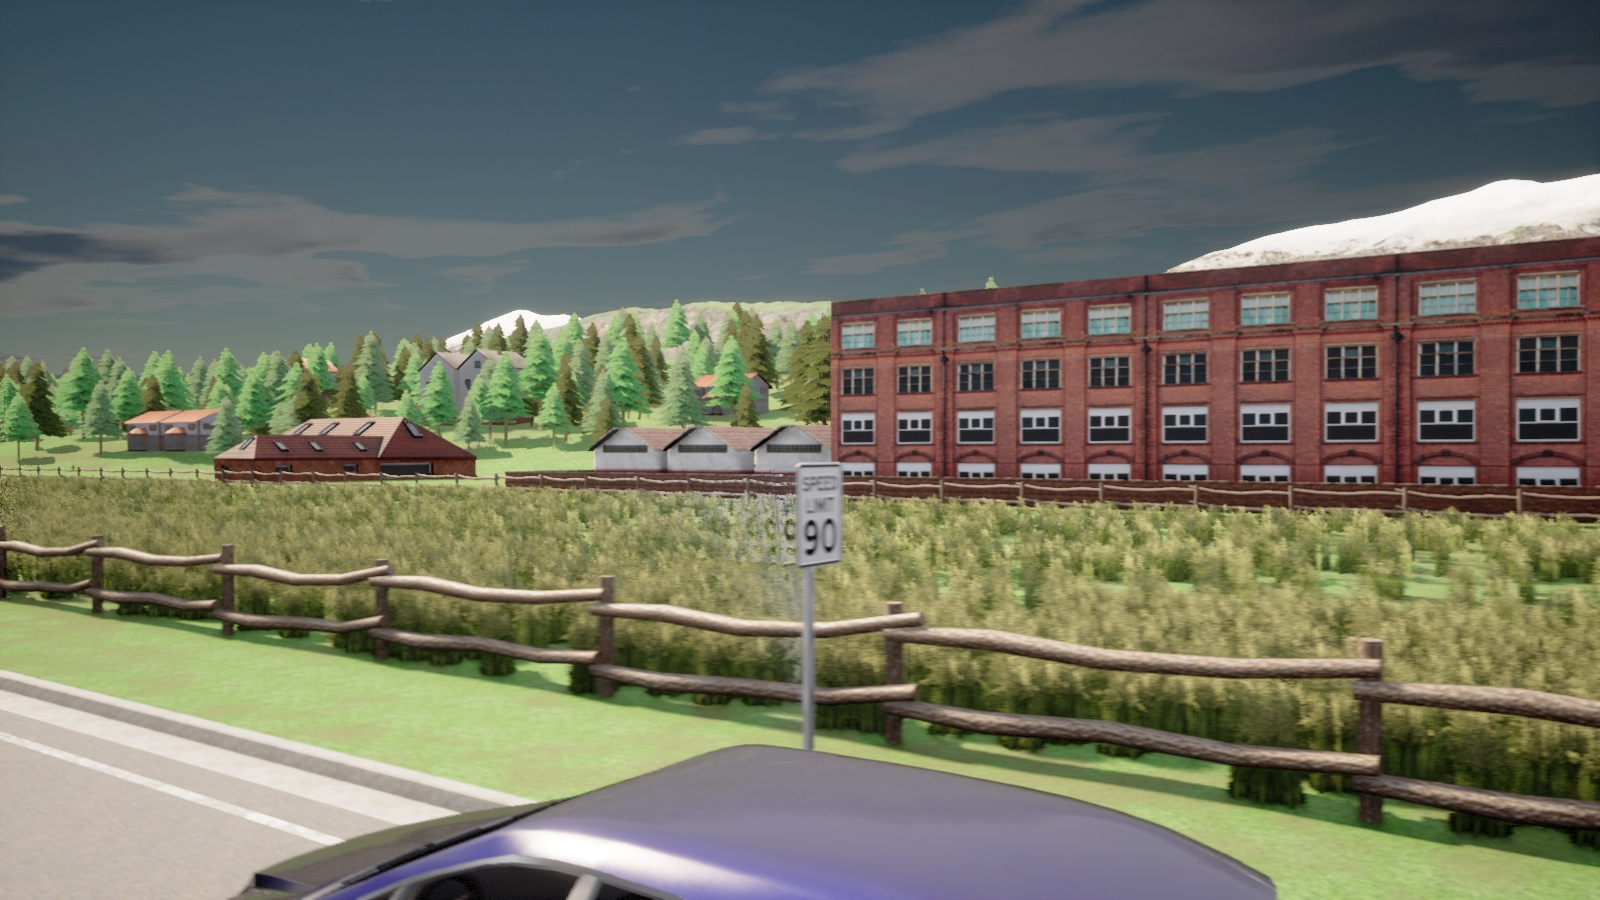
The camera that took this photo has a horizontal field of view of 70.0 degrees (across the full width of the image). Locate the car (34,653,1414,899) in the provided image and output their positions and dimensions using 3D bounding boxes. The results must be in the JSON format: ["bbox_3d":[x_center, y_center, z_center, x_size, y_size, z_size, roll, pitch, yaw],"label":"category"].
[{"bbox_3d":[-0.497,1.970,4.163,4.611,1.667,2.242,0,0,34],"label":"car"}]
